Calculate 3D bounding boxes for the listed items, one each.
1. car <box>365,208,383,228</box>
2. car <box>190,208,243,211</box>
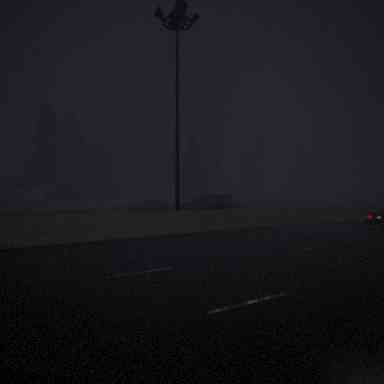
[{"bbox_3d":[12.895,1.502,20.060,5.357,1.411,2.033,0,0,-26],"label":"car"},{"bbox_3d":[1.754,1.471,25.657,4.892,1.490,1.837,0,0,-30],"label":"car"}]
